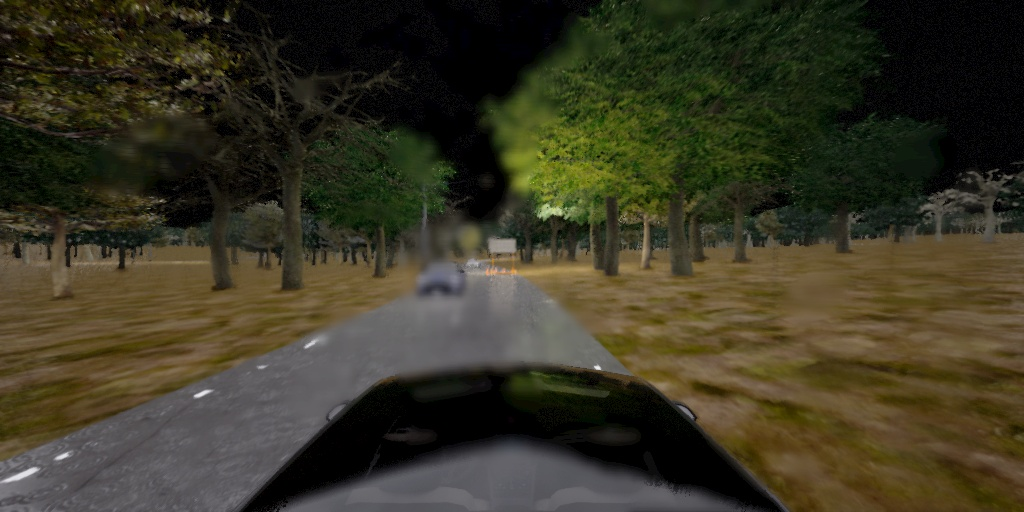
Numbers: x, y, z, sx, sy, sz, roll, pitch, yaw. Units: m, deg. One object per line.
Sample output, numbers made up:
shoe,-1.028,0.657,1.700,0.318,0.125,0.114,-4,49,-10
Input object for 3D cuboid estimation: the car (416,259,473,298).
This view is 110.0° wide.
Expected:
car,-3.359,1.068,18.103,2.097,1.767,4.553,0,0,-2

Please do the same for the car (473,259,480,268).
car,-6.229,1.289,58.717,1.812,1.442,4.674,0,0,-6

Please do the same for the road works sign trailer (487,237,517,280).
road works sign trailer,-0.790,0.165,31.193,2.380,3.560,2.880,0,0,-4
